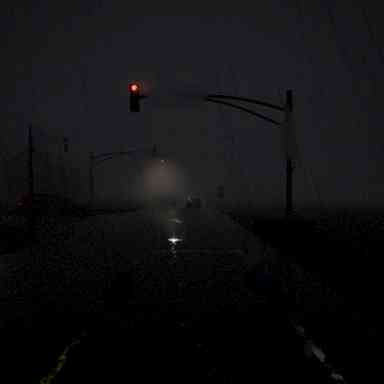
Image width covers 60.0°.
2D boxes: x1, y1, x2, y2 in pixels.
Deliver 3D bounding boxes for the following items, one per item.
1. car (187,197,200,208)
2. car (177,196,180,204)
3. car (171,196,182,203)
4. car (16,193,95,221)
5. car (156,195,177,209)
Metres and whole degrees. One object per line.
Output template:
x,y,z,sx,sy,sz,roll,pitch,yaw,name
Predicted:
0.216,1.455,47.281,2.128,1.511,4.902,0,0,1,car
-3.420,1.308,52.341,2.097,1.767,4.553,0,0,0,car
-3.271,1.476,70.903,1.994,1.385,4.181,0,0,0,car
-10.416,1.131,25.679,5.566,2.045,2.150,0,1,-15,car
-3.449,1.320,43.560,2.097,1.767,4.553,0,0,0,car
